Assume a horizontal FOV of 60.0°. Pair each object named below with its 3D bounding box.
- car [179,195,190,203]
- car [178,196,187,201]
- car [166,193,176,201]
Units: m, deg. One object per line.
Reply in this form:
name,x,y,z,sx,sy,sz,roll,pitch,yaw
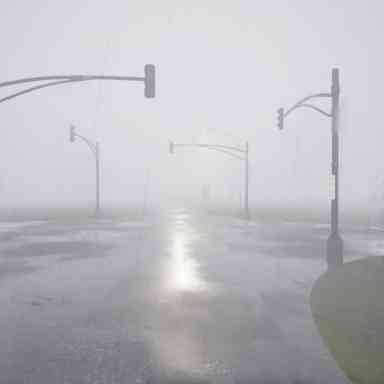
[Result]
car,-1.645,1.384,69.865,2.097,1.767,4.553,0,0,-3
car,-2.251,1.559,79.939,1.895,1.301,4.718,0,0,-4
car,-4.633,1.013,73.958,2.097,1.767,4.553,0,0,-3
